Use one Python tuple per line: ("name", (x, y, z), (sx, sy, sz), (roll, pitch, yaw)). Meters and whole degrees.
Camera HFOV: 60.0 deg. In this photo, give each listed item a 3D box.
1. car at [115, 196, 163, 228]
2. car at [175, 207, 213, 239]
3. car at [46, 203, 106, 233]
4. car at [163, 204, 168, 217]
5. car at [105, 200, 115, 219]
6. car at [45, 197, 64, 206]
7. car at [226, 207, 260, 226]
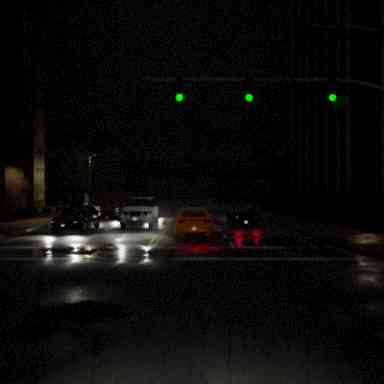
("car", (-3.577, 1.342, 23.649), (2.150, 2.045, 5.566), (0, 0, 0))
("car", (0.096, 1.570, 18.036), (1.882, 1.535, 5.008), (0, 0, 0))
("car", (-7.091, 1.610, 20.693), (1.837, 1.490, 4.892), (0, 0, 0))
("car", (-3.516, 1.732, 33.006), (1.994, 1.385, 4.181), (0, 0, 0))
("car", (-7.045, 1.504, 29.881), (2.097, 1.767, 4.553), (0, 0, 1))
("car", (-24.308, 1.583, 56.814), (4.553, 1.767, 2.097), (0, 0, 0))
("car", (3.594, 1.725, 24.329), (1.895, 1.301, 4.718), (0, 0, 0))
